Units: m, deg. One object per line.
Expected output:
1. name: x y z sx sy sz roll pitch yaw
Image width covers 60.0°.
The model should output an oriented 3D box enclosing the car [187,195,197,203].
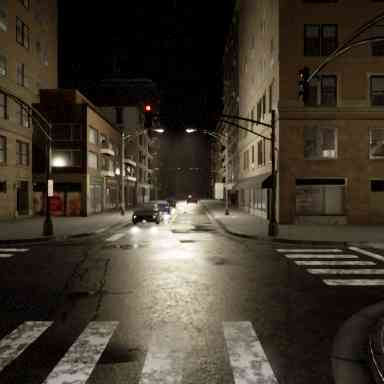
1. car: 0.007 1.445 69.617 2.128 1.511 4.902 0 0 0

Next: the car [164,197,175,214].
1. car: -3.145 1.546 34.437 1.994 1.385 4.181 0 0 0

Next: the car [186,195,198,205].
1. car: 0.022 1.453 59.253 2.128 1.511 4.902 0 0 0

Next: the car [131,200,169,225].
1. car: -3.132 1.538 24.521 2.033 1.411 5.357 0 0 0

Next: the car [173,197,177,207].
1. car: -3.150 1.463 46.170 2.128 1.511 4.902 0 0 0
